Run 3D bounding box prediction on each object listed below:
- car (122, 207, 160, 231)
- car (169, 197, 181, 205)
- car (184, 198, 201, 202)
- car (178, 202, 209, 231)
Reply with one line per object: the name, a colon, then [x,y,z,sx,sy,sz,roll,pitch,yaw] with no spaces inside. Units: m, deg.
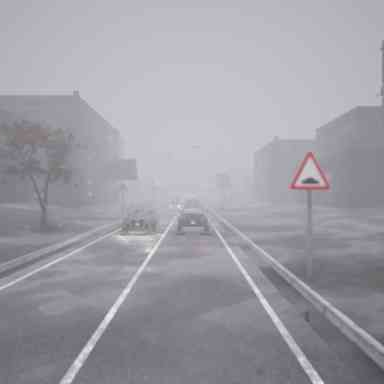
car: [-3.117,1.658,21.007,1.994,1.385,4.181,0,0,0]
car: [-3.083,1.642,62.173,1.837,1.490,4.892,0,0,1]
car: [0.066,1.494,39.016,2.097,1.767,4.553,0,0,0]
car: [0.081,1.598,21.183,1.812,1.442,4.674,0,-1,0]
